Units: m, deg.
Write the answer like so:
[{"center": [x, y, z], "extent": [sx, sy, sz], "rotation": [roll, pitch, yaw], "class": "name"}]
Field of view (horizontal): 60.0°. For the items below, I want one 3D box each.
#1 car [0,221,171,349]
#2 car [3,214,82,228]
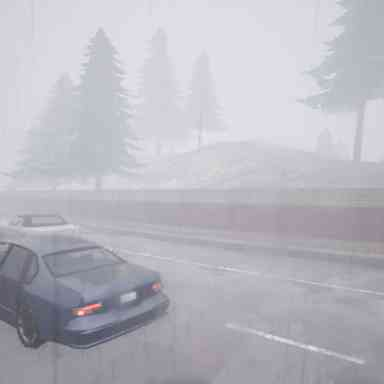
[{"center": [-2.867, 1.548, 6.287], "extent": [5.357, 1.411, 2.033], "rotation": [0, 0, 38], "class": "car"}, {"center": [-6.677, 1.601, 14.110], "extent": [4.718, 1.301, 1.895], "rotation": [0, 0, 42], "class": "car"}]
